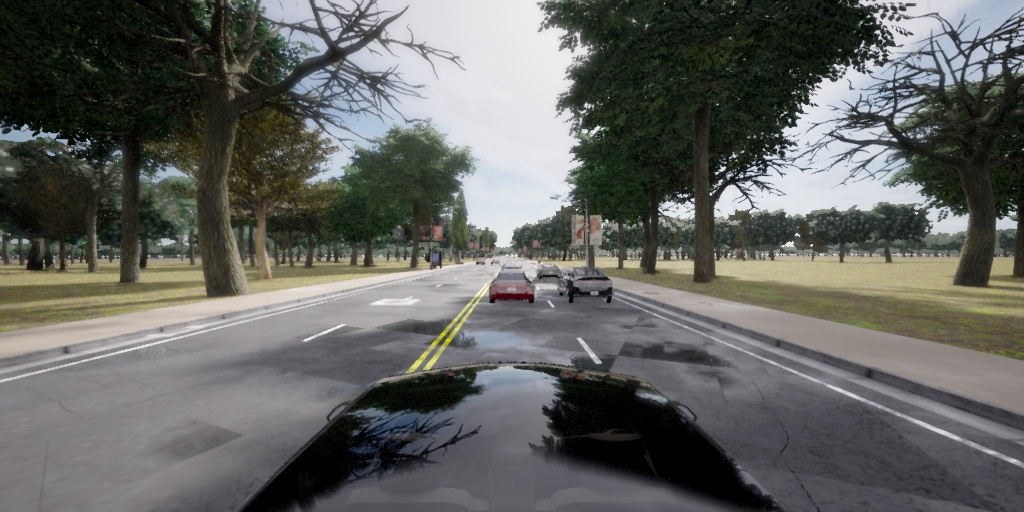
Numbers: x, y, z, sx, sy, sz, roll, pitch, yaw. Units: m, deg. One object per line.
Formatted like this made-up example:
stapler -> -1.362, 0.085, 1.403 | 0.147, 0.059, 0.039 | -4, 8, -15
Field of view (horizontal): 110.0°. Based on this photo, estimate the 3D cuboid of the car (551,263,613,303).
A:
car -> 3.238, 1.245, 16.516 | 2.128, 1.511, 4.902 | 0, 0, 0

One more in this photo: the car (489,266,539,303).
car -> -0.012, 1.322, 16.511 | 1.994, 1.385, 4.181 | 0, 0, 0

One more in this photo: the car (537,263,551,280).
car -> 3.204, 1.321, 31.523 | 1.994, 1.385, 4.181 | 0, 0, 0

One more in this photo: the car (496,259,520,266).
car -> -0.046, 1.244, 31.513 | 2.128, 1.511, 4.902 | 0, 0, 0
